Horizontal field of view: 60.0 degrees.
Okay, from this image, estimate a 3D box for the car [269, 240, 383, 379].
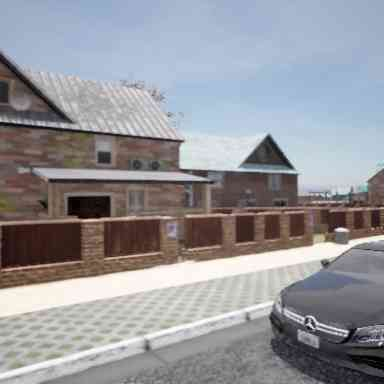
[{"bbox_3d":[3.325,1.590,5.496,4.674,1.442,1.812,1,0,-36],"label":"car"}]
